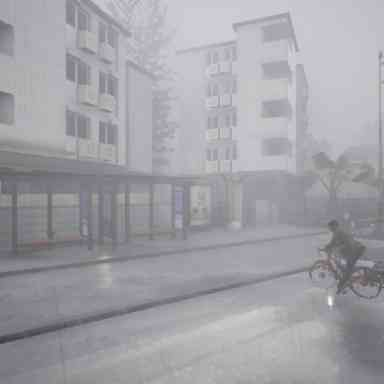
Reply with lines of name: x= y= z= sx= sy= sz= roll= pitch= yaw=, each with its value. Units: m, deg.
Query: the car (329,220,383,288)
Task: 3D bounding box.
car: x=5.534 y=1.491 z=8.771 sx=4.902 sy=1.511 sz=2.128 roll=0 pitch=0 yaw=-37

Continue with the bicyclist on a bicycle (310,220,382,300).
bicyclist on a bicycle: x=3.301 y=1.455 z=7.334 sx=0.582 sy=1.620 sz=1.656 roll=0 pitch=-2 yaw=-37
